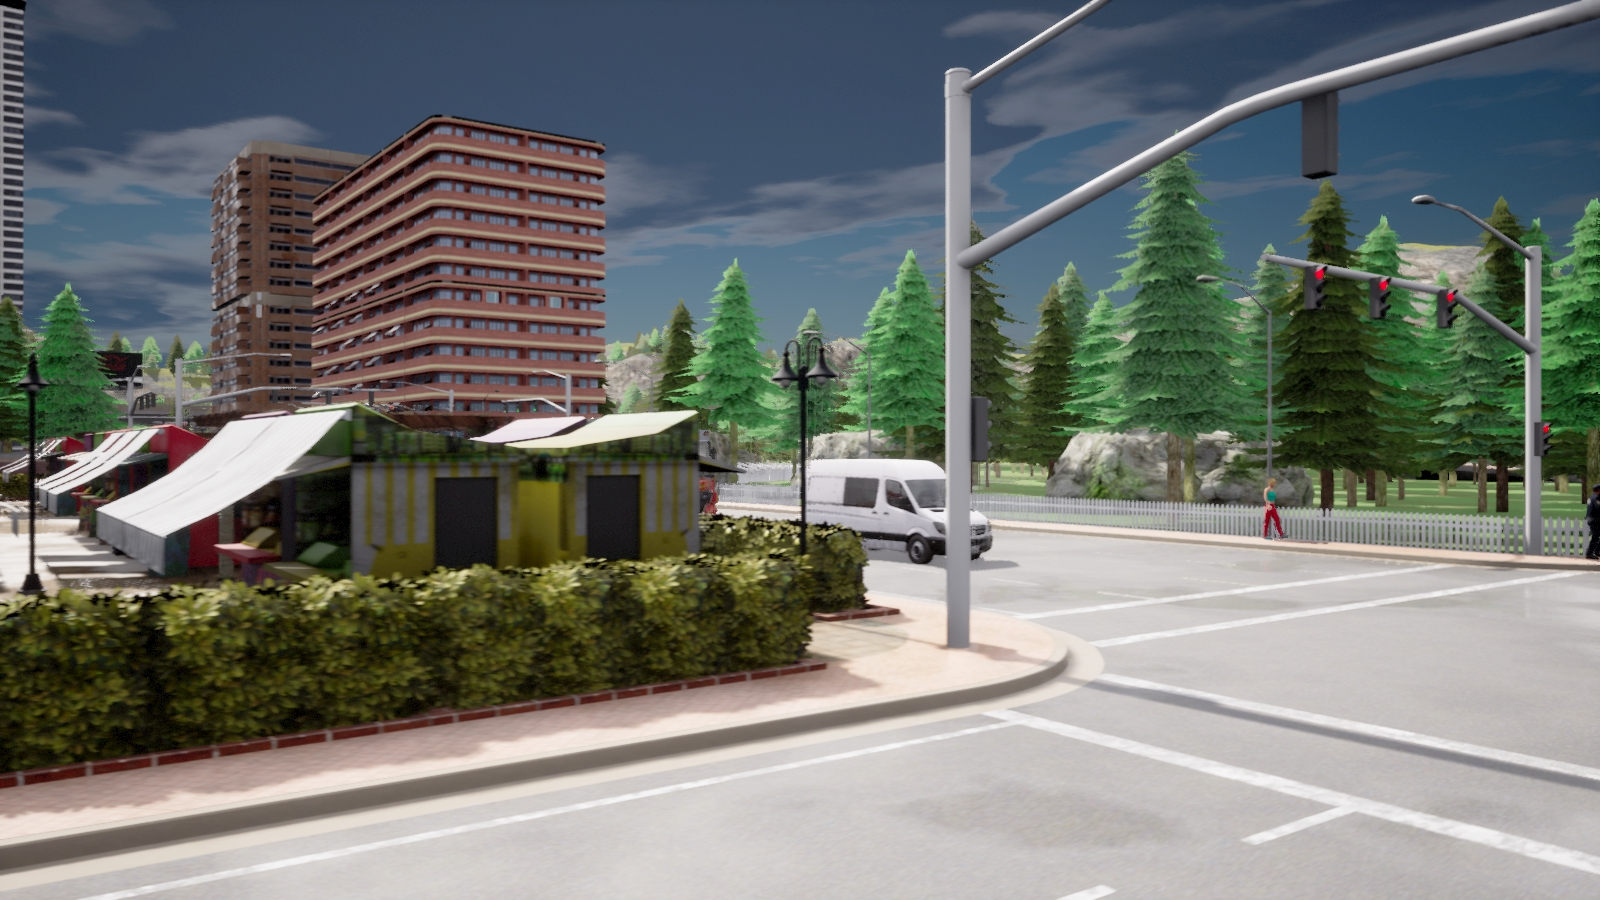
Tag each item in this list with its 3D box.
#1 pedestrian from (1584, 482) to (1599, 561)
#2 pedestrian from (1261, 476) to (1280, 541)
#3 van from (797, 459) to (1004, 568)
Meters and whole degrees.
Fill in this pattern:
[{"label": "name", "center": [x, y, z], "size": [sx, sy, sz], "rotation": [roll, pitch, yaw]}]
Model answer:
[{"label": "pedestrian", "center": [19.010, 1.699, 27.314], "size": [0.375, 1.860, 0.375], "rotation": [0, 0, 23]}, {"label": "pedestrian", "center": [13.737, 1.698, 33.381], "size": [0.375, 1.860, 0.375], "rotation": [0, 0, -36]}, {"label": "van", "center": [2.483, 1.536, 30.098], "size": [1.988, 2.561, 5.915], "rotation": [0, 0, -37]}]
